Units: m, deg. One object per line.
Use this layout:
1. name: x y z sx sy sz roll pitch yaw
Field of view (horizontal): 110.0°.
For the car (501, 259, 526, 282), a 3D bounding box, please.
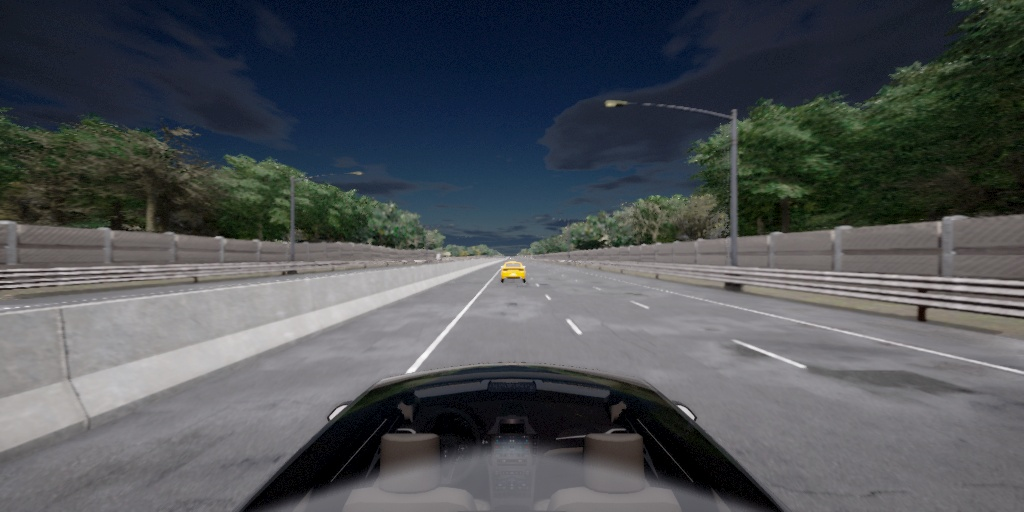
1. car: 0.099 1.237 29.625 1.882 1.535 5.008 0 0 0
